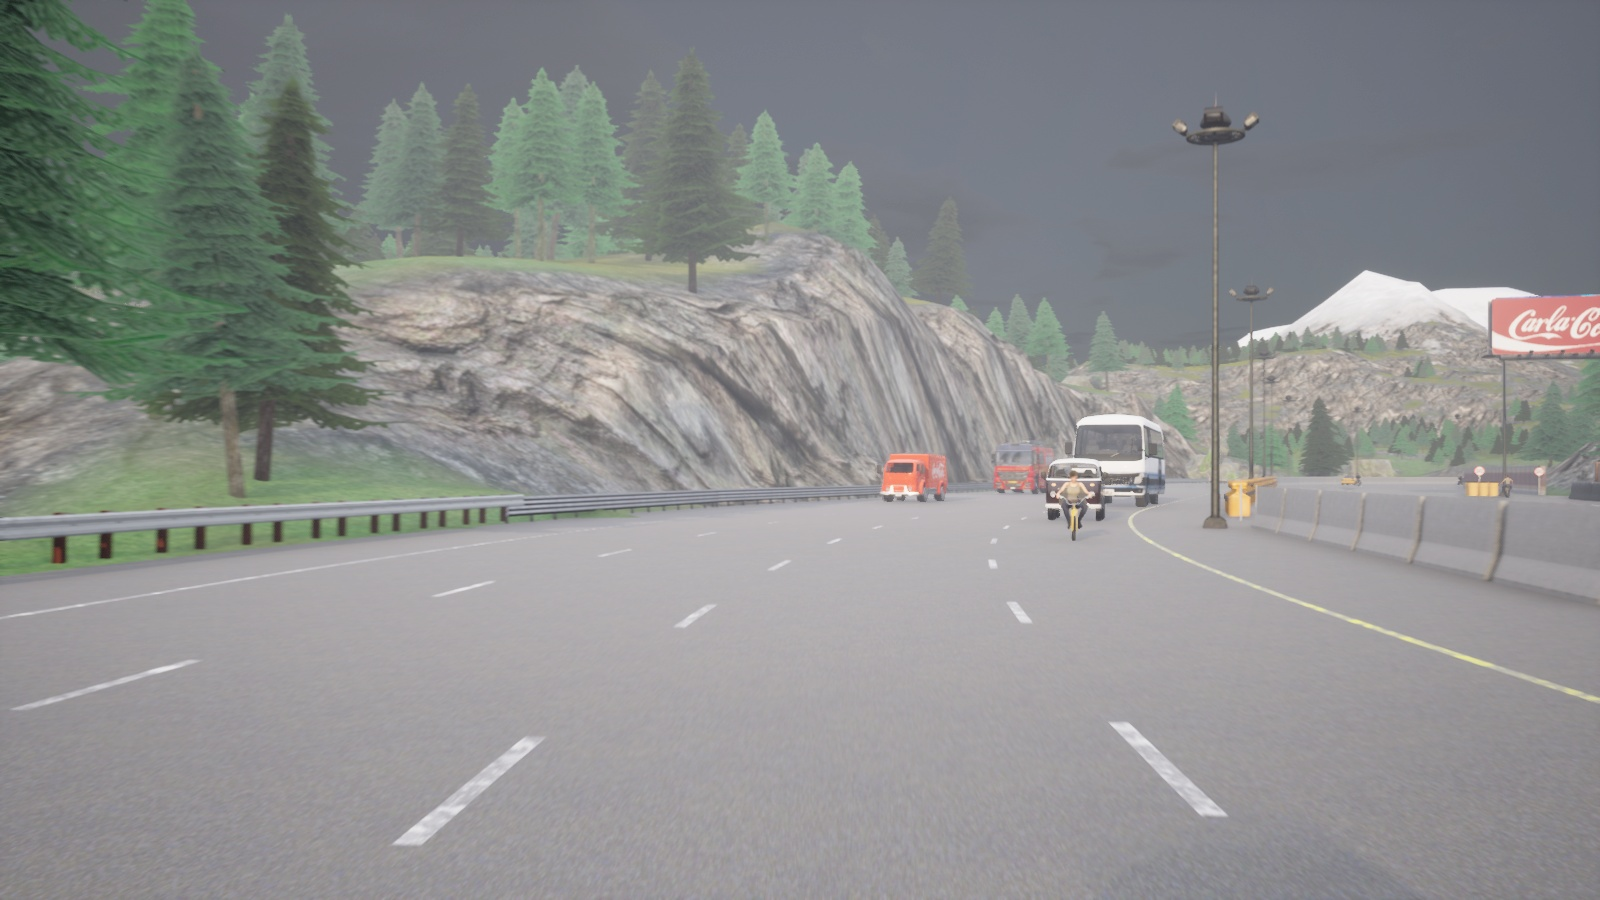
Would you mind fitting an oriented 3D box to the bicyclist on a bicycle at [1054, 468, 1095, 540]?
[{"bbox_3d":[6.300,1.222,28.894,0.866,1.612,1.509,0,-1,10],"label":"bicyclist on a bicycle"}]

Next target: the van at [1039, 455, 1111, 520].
[{"bbox_3d":[9.186,1.218,41.638,2.069,2.038,4.480,0,-1,16],"label":"van"}]

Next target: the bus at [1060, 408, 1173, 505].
[{"bbox_3d":[15.375,0.417,60.327,3.944,4.253,10.273,-1,-2,22],"label":"bus"}]

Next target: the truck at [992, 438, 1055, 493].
[{"bbox_3d":[16.360,1.143,91.310,2.891,3.827,8.468,0,-1,22],"label":"truck"}]

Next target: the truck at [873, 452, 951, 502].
[{"bbox_3d":[5.853,1.398,64.779,2.627,2.467,5.204,-1,-1,22],"label":"truck"}]
